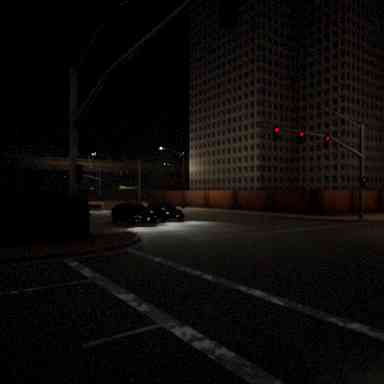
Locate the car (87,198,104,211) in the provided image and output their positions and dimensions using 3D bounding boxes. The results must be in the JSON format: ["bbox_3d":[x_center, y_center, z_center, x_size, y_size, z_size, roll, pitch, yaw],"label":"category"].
[{"bbox_3d":[-12.772,1.533,42.107,1.882,1.535,5.008,0,-1,-35],"label":"car"}]

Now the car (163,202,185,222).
[{"bbox_3d":[-2.465,1.581,27.409,1.812,1.442,4.674,0,0,-36],"label":"car"}]

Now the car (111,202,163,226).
[{"bbox_3d":[-4.253,1.546,23.830,1.837,1.490,4.892,0,0,-35],"label":"car"}]
